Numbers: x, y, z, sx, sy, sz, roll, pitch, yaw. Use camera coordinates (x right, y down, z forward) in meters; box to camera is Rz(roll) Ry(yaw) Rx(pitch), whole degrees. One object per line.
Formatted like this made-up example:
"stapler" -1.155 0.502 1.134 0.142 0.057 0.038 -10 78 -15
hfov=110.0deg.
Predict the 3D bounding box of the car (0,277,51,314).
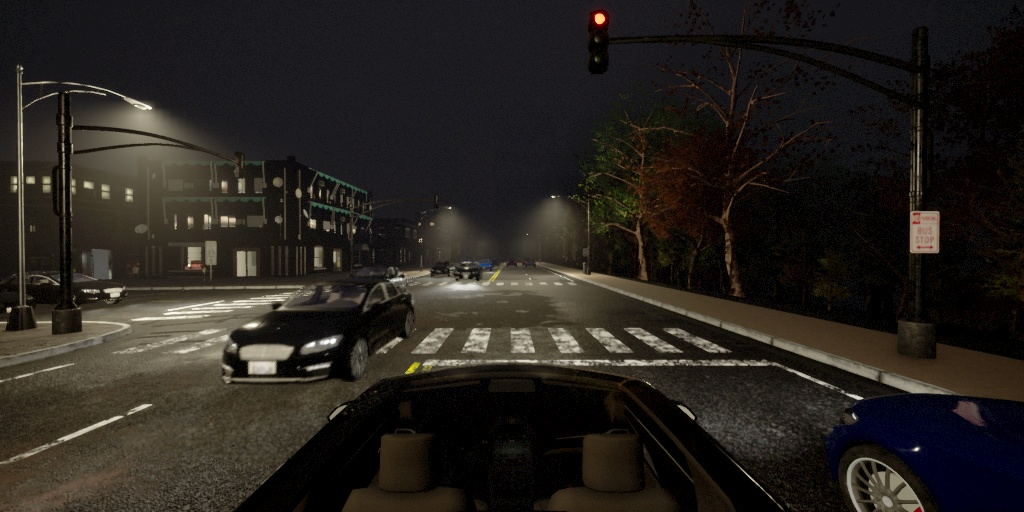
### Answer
"car" -19.969 1.565 12.818 4.313 1.339 1.948 0 0 0

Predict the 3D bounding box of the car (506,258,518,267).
"car" -0.030 1.252 64.933 1.812 1.442 4.674 0 0 0

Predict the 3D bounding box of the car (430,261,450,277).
"car" -6.666 1.245 34.943 1.837 1.490 4.892 0 0 0

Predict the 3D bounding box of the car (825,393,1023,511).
"car" 3.358 1.276 0.850 1.812 1.442 4.674 0 0 1

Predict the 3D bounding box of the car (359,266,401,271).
"car" -6.631 1.238 17.668 2.128 1.511 4.902 0 0 0

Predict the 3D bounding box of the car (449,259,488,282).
"car" -3.405 1.233 28.942 2.128 1.511 4.902 0 0 0

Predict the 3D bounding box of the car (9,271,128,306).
"car" -19.649 1.459 15.525 4.902 1.511 2.128 -1 1 0

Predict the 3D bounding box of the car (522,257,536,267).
"car" 3.234 1.274 63.655 2.033 1.411 5.357 0 0 0

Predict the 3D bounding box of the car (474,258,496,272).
"car" -3.437 1.212 46.105 1.882 1.535 5.008 0 0 0

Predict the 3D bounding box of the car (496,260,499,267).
"car" -3.406 1.291 64.815 1.994 1.385 4.181 0 0 0

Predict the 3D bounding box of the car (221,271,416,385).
"car" -3.362 1.240 7.274 2.128 1.511 4.902 0 0 0

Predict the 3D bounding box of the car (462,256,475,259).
"car" -6.696 0.952 54.770 2.150 2.045 5.566 0 0 0
